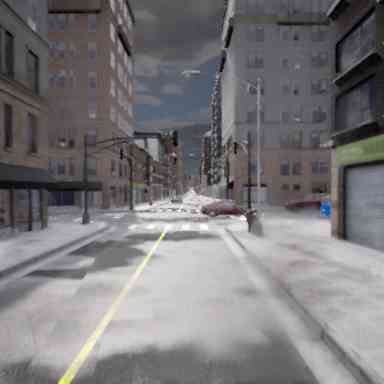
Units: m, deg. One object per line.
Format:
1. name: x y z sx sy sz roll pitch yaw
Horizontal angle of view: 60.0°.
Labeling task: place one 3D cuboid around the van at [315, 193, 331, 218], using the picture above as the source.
1. van: 12.106 1.172 25.825 3.998 1.788 1.690 -1 1 0

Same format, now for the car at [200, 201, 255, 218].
1. car: 3.045 1.491 28.584 4.674 1.442 1.812 -1 0 0

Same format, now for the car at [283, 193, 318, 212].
1. car: 12.083 1.076 34.349 5.009 1.841 2.192 -1 1 0

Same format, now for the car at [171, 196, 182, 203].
1. car: -3.005 1.499 66.295 1.994 1.385 4.181 0 0 0
